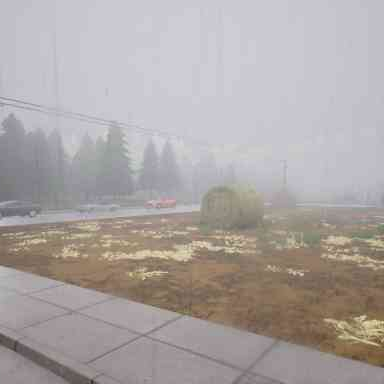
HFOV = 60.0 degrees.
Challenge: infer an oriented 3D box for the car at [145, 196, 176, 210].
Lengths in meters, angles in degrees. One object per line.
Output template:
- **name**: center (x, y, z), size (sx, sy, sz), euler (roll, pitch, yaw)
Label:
- **car**: center (-4.213, 1.379, 44.728), size (2.097, 1.767, 4.553), euler (0, 0, 37)

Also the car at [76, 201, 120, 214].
- **car**: center (-10.307, 1.628, 36.536), size (1.895, 1.301, 4.718), euler (0, 0, 37)

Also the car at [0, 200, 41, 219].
- **car**: center (-15.790, 1.531, 29.147), size (1.837, 1.490, 4.892), euler (0, 0, 37)
